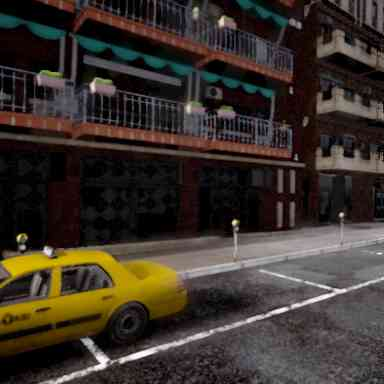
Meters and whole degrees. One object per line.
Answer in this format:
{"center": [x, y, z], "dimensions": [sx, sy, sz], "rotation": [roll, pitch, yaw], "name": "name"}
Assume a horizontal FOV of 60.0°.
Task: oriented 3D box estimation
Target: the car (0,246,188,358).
{"center": [-2.357, 1.525, 4.864], "dimensions": [4.829, 1.417, 1.752], "rotation": [0, 1, -35], "name": "car"}
